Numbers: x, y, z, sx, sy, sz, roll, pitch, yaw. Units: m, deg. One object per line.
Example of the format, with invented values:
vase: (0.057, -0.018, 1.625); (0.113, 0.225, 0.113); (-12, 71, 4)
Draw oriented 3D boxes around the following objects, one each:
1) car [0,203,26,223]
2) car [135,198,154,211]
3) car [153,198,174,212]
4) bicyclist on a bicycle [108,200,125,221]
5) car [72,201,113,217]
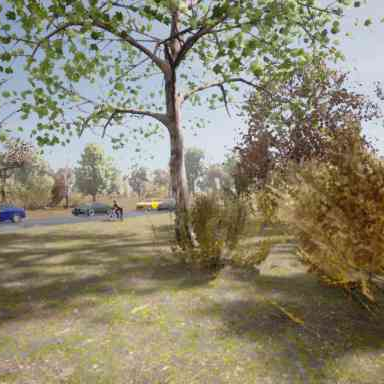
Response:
car: (-14.246, 1.553, 23.715); (1.812, 1.442, 4.674); (0, 0, 27)
car: (-5.136, 1.543, 41.670); (1.882, 1.535, 5.008); (0, 0, 27)
car: (-2.381, 1.622, 40.051); (1.994, 1.385, 4.181); (0, 0, 27)
bicyclist on a bicycle: (-5.933, 1.482, 26.076); (1.656, 1.620, 0.582); (0, 0, 27)
car: (-9.721, 1.611, 32.656); (1.994, 1.385, 4.181); (0, 0, 27)
